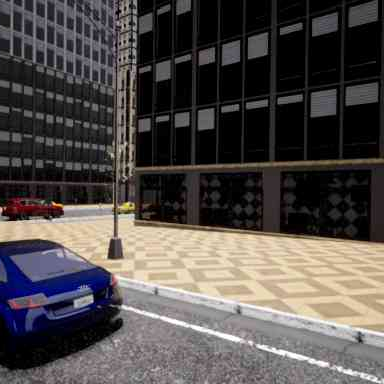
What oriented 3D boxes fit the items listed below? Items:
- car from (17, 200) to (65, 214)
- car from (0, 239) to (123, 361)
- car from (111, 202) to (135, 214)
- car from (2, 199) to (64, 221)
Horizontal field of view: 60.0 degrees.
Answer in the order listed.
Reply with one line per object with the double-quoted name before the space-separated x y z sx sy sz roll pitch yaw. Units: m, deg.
"car" -17.367 1.642 38.546 1.752 1.417 4.829 1 0 36
"car" -3.235 1.561 5.973 4.181 1.385 1.994 0 0 34
"car" -7.071 1.829 38.420 1.752 1.417 4.829 1 0 36
"car" -13.835 1.519 29.183 2.192 1.841 5.009 1 0 36
